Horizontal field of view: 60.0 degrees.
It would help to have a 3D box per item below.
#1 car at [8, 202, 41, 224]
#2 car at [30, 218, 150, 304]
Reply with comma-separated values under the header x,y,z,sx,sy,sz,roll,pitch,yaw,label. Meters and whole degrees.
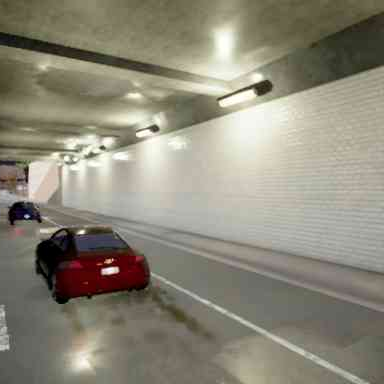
x,y,z,sx,sy,sz,roll,pitch,yaw,label
-11.854,1.408,23.471,1.812,1.442,4.674,0,0,-31,car
-2.660,1.520,8.291,1.994,1.385,4.181,0,0,-31,car
